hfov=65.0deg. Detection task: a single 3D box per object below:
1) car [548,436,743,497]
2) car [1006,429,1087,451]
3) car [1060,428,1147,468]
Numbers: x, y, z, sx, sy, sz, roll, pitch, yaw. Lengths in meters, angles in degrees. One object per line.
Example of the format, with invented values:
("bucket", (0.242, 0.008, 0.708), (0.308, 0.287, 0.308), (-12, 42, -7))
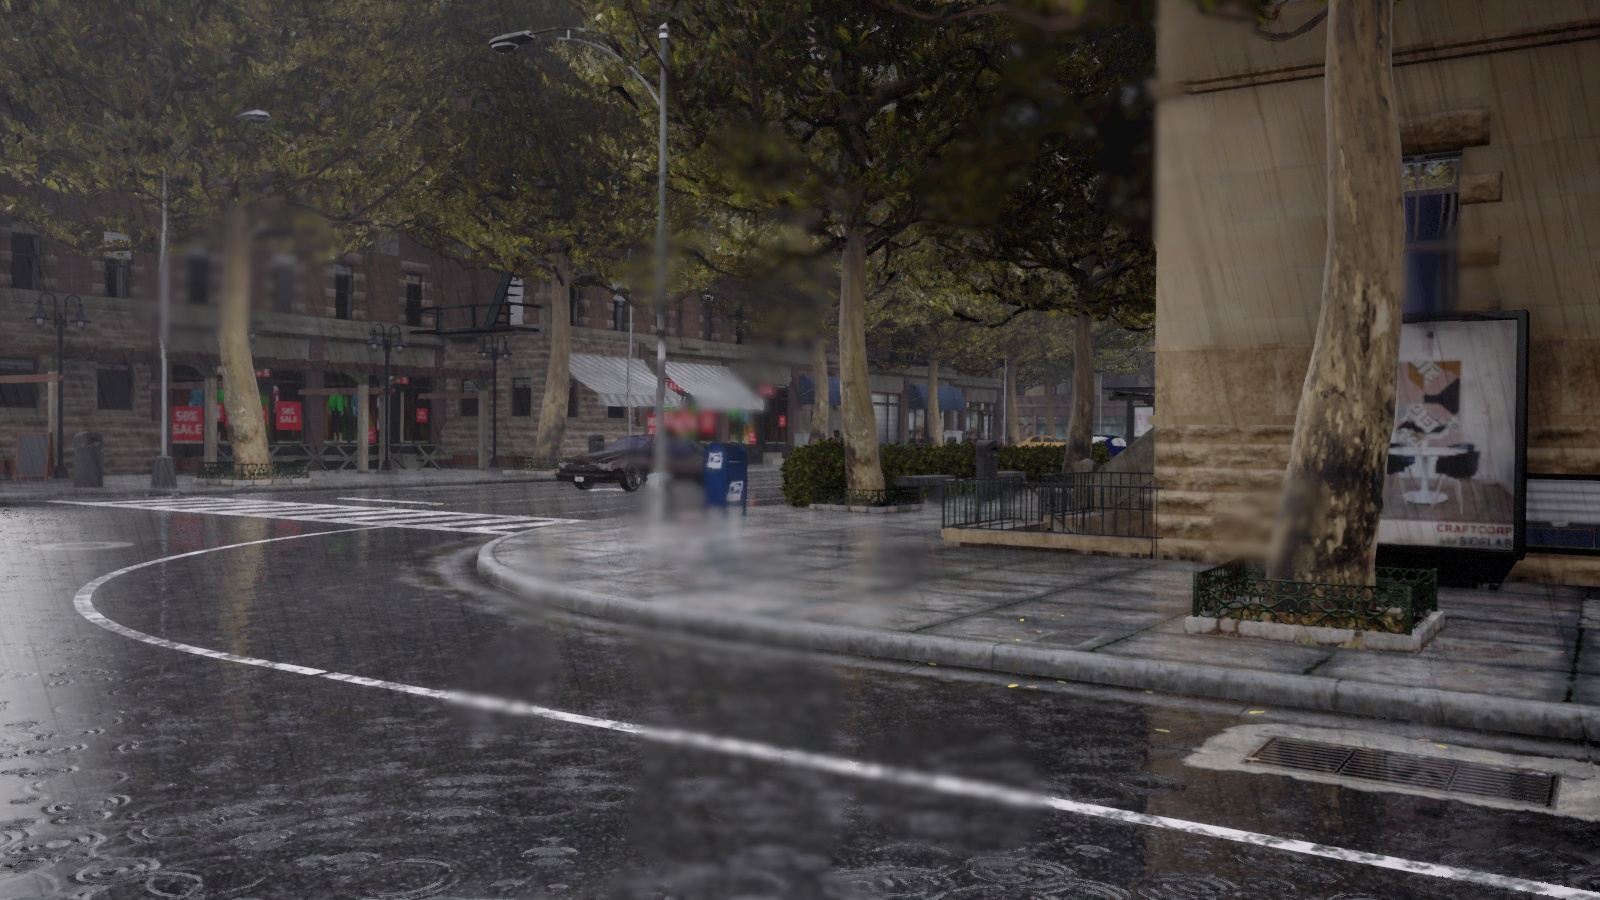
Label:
("car", (-3.879, 0.368, 32.640), (2.033, 1.411, 5.357), (0, 1, 33))
("car", (17.662, -0.719, 90.086), (5.366, 1.575, 1.801), (0, 1, 32))
("car", (12.418, -0.102, 51.186), (1.882, 1.535, 5.008), (0, 1, 33))
